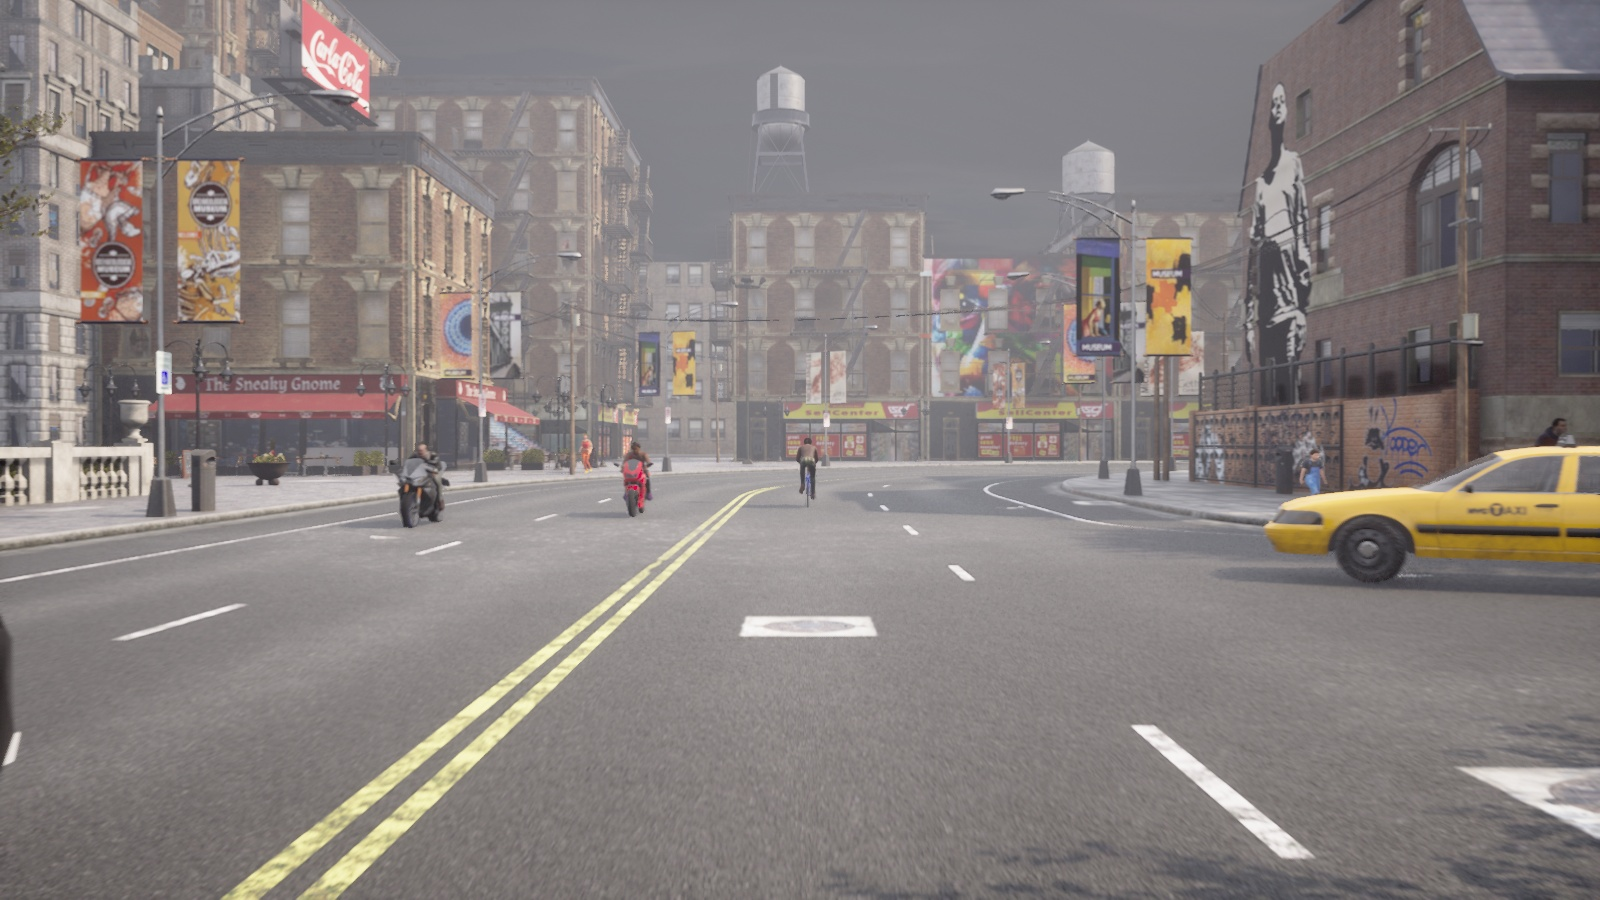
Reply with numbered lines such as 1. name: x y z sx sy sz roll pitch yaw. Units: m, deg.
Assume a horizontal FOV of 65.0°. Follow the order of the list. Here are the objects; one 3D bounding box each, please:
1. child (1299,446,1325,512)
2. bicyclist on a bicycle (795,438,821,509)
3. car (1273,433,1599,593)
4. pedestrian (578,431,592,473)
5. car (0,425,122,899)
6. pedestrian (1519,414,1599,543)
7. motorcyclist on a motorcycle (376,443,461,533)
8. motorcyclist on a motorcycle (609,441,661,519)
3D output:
1. child: 9.837 0.555 24.135 0.270 1.263 0.437 0 0 -12
2. bicyclist on a bicycle: 0.184 0.533 29.430 0.582 1.620 1.656 0 0 0
3. car: 7.919 0.617 13.260 5.366 1.575 1.801 0 0 24
4. pedestrian: -9.558 0.079 55.850 0.345 1.836 0.594 0 0 17
5. car: -3.483 0.688 2.033 2.128 1.511 4.902 0 0 0
6. pedestrian: 11.148 0.399 18.416 0.634 1.844 0.899 0 0 -6
7. motorcyclist on a motorcycle: -6.854 0.648 22.682 0.866 1.530 2.191 0 0 0
8. motorcyclist on a motorcycle: -3.341 0.581 25.555 0.797 1.523 2.044 0 0 0
